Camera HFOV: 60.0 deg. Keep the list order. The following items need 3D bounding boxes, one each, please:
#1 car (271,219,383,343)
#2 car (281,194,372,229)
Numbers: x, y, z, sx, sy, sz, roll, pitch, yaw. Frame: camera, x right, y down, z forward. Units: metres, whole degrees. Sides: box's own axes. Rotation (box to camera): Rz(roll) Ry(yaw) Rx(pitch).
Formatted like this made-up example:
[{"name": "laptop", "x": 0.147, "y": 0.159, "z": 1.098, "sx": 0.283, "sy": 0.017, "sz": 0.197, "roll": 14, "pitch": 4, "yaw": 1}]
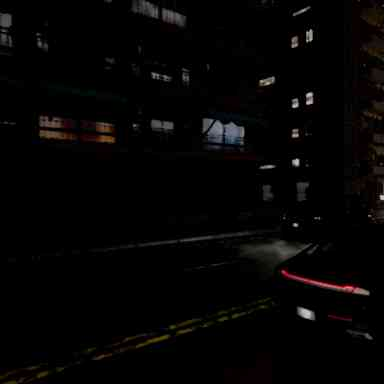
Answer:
[{"name": "car", "x": 3.539, "y": 1.455, "z": 6.038, "sx": 4.902, "sy": 1.511, "sz": 2.128, "roll": 0, "pitch": 0, "yaw": -36}, {"name": "car", "x": 6.939, "y": 1.133, "z": 16.869, "sx": 5.566, "sy": 2.045, "sz": 2.150, "roll": -1, "pitch": 0, "yaw": -37}]
